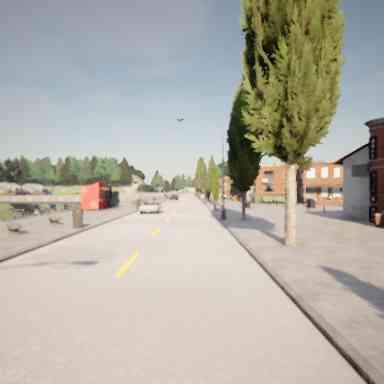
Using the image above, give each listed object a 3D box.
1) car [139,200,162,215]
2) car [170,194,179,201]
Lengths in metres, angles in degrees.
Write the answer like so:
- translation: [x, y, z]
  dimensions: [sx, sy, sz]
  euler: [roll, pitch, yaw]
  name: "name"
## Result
- translation: [-4.098, 1.525, 33.450]
  dimensions: [1.895, 1.301, 4.718]
  euler: [0, 0, 0]
  name: "car"
- translation: [-4.008, 1.245, 74.888]
  dimensions: [1.882, 1.535, 5.008]
  euler: [0, 0, 0]
  name: "car"
